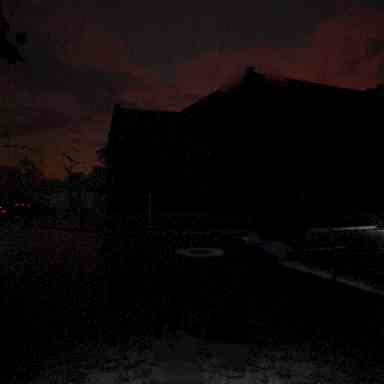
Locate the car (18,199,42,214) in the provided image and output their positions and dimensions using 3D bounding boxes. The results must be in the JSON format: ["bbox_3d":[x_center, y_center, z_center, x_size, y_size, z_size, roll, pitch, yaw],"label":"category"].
[{"bbox_3d":[-23.637,2.077,47.833,2.150,2.045,5.566,-1,-3,-15],"label":"car"}]

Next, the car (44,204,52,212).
[{"bbox_3d":[-27.276,2.849,60.487,1.812,1.442,4.674,-1,-2,-15],"label":"car"}]

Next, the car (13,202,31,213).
[{"bbox_3d":[-30.408,2.715,59.611,2.097,1.767,4.553,-1,-2,-15],"label":"car"}]

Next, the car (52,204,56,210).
[{"bbox_3d":[-30.032,3.127,70.445,1.895,1.301,4.718,-1,-2,-15],"label":"car"}]

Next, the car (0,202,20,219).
[{"bbox_3d":[-18.331,1.879,32.041,2.033,1.411,5.357,-1,-1,-22],"label":"car"}]

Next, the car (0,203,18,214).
[{"bbox_3d":[-27.507,2.481,49.250,2.128,1.511,4.902,-1,-2,-15],"label":"car"}]
